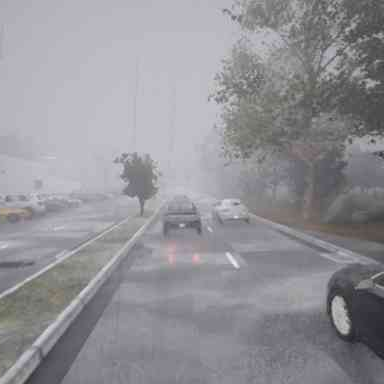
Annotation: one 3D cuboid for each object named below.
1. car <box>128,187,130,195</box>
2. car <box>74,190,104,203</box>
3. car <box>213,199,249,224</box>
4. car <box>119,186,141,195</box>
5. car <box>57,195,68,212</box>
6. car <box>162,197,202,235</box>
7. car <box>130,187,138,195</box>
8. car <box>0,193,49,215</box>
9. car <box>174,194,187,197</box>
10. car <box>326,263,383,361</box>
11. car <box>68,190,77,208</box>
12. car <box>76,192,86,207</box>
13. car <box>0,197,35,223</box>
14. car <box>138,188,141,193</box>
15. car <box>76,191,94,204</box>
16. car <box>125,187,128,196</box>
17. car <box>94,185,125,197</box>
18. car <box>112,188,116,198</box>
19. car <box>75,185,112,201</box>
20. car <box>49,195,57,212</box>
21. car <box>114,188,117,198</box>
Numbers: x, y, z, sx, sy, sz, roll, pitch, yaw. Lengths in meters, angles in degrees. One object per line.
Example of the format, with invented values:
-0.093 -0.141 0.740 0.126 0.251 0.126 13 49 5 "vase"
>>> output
-16.540 0.125 71.689 4.553 1.767 2.185 -3 1 -22 "car"
-15.554 0.898 47.736 4.792 1.488 2.163 -3 2 -22 "car"
2.388 1.138 21.030 1.812 1.442 4.674 -2 1 -2 "car"
-17.252 -0.454 92.718 5.566 2.045 2.435 -3 1 -22 "car"
-15.004 1.333 32.735 4.674 1.452 2.002 -3 1 -22 "car"
-0.516 1.251 17.252 2.128 1.511 4.902 -2 1 -2 "car"
-16.882 -0.197 80.676 5.566 2.045 2.435 -3 2 -22 "car"
-14.806 1.183 26.710 5.566 2.045 2.435 -3 2 -22 "car"
-1.146 0.959 33.748 2.033 1.411 5.357 -2 2 -2 "car"
3.075 1.379 3.325 1.837 1.490 4.892 -2 1 -2 "car"
-15.153 1.087 35.716 4.553 1.767 2.185 -3 2 -22 "car"
-15.235 1.170 38.729 4.674 1.452 2.002 -3 2 -22 "car"
-14.487 1.485 23.798 5.366 1.575 1.946 -3 1 -22 "car"
-17.205 -0.388 89.682 5.566 2.045 2.435 -3 2 -22 "car"
-15.342 1.044 41.725 5.008 1.535 2.097 -3 2 -22 "car"
-16.363 0.191 68.708 4.553 1.767 2.185 -3 2 -22 "car"
-16.191 0.213 62.683 5.566 2.045 2.435 -3 2 -22 "car"
-15.640 0.688 53.789 5.366 1.575 1.946 -3 2 -22 "car"
-15.682 0.532 50.728 5.566 2.045 2.435 -3 2 -22 "car"
-14.911 1.394 29.713 4.792 1.488 2.163 -3 2 -22 "car"
-16.097 0.625 56.639 5.366 1.575 1.946 -3 2 -22 "car"
